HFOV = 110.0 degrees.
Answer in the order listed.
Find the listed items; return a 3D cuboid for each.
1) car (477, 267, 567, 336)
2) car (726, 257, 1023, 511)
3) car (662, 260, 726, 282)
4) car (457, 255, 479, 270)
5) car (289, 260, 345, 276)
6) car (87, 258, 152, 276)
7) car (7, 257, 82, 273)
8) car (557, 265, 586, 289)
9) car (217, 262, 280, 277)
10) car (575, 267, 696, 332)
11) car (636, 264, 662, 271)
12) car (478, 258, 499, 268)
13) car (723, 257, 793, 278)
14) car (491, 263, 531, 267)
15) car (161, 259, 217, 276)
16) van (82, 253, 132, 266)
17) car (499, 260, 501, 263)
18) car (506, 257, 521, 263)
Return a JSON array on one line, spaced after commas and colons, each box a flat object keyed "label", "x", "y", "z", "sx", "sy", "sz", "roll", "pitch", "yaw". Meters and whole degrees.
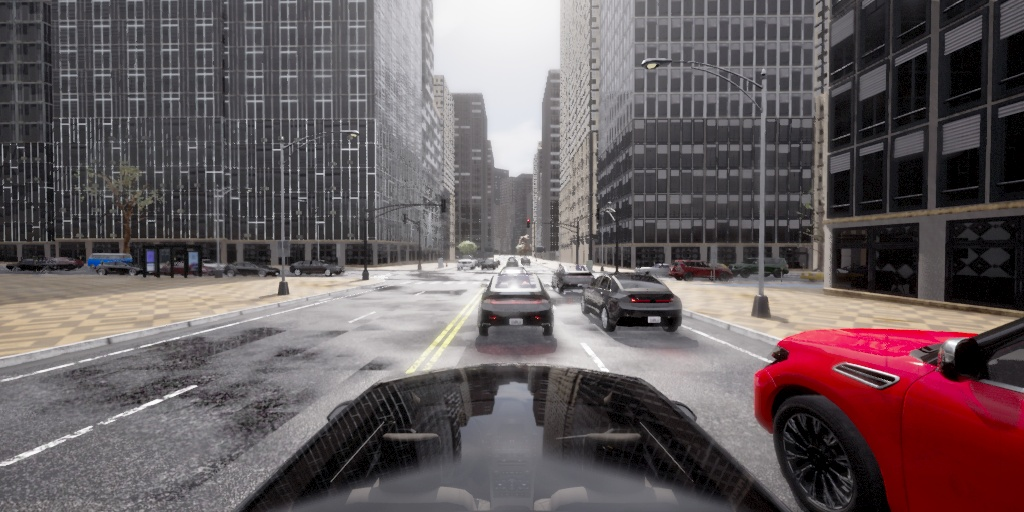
[{"label": "car", "x": 0.093, "y": 1.238, "z": 10.352, "sx": 2.128, "sy": 1.511, "sz": 4.902, "roll": 0, "pitch": 0, "yaw": 0}, {"label": "car", "x": 3.348, "y": 0.972, "z": 0.981, "sx": 2.150, "sy": 2.045, "sz": 5.566, "roll": 0, "pitch": 0, "yaw": 0}, {"label": "car", "x": 16.173, "y": 1.269, "z": 30.947, "sx": 5.009, "sy": 1.841, "sz": 2.192, "roll": 0, "pitch": 0, "yaw": 1}, {"label": "car", "x": -6.624, "y": 0.935, "z": 52.576, "sx": 2.150, "sy": 2.045, "sz": 5.566, "roll": 0, "pitch": 0, "yaw": 0}, {"label": "car", "x": -18.429, "y": 1.108, "z": 34.054, "sx": 4.892, "sy": 1.490, "sz": 1.837, "roll": 1, "pitch": 1, "yaw": 2}, {"label": "car", "x": -34.117, "y": 1.069, "z": 31.748, "sx": 4.313, "sy": 1.339, "sz": 1.948, "roll": 0, "pitch": 0, "yaw": 1}, {"label": "car", "x": -45.272, "y": 0.959, "z": 34.626, "sx": 4.718, "sy": 1.301, "sz": 1.895, "roll": 1, "pitch": 1, "yaw": 1}, {"label": "car", "x": 3.338, "y": 1.232, "z": 20.093, "sx": 2.128, "sy": 1.511, "sz": 4.902, "roll": 0, "pitch": 0, "yaw": 0}, {"label": "car", "x": -22.752, "y": 1.173, "z": 31.449, "sx": 4.313, "sy": 1.339, "sz": 1.948, "roll": 0, "pitch": 0, "yaw": 1}, {"label": "car", "x": 3.343, "y": 1.251, "z": 10.845, "sx": 1.837, "sy": 1.490, "sz": 4.892, "roll": 0, "pitch": 0, "yaw": 0}, {"label": "car", "x": 15.075, "y": 1.452, "z": 36.730, "sx": 4.718, "sy": 1.301, "sz": 1.895, "roll": 0, "pitch": 1, "yaw": 0}, {"label": "car", "x": -3.373, "y": 1.192, "z": 52.127, "sx": 1.882, "sy": 1.535, "sz": 5.008, "roll": 0, "pitch": 0, "yaw": 0}, {"label": "car", "x": 24.980, "y": 1.159, "z": 36.574, "sx": 5.566, "sy": 2.045, "sz": 2.150, "roll": 1, "pitch": 1, "yaw": 1}, {"label": "car", "x": 0.088, "y": 1.288, "z": 20.087, "sx": 2.033, "sy": 1.411, "sz": 5.357, "roll": 0, "pitch": 0, "yaw": 0}, {"label": "car", "x": -28.436, "y": 1.138, "z": 31.578, "sx": 4.207, "sy": 1.307, "sz": 1.802, "roll": 0, "pitch": 0, "yaw": 1}, {"label": "van", "x": -45.314, "y": 0.604, "z": 40.401, "sx": 3.998, "sy": 1.789, "sz": 1.690, "roll": 0, "pitch": 0, "yaw": 1}, {"label": "car", "x": -3.372, "y": 1.267, "z": 61.713, "sx": 1.994, "sy": 1.385, "sz": 4.181, "roll": 0, "pitch": 0, "yaw": 0}, {"label": "car", "x": 0.056, "y": 1.234, "z": 57.018, "sx": 1.812, "sy": 1.442, "sz": 4.674, "roll": 0, "pitch": 0, "yaw": 0}]
